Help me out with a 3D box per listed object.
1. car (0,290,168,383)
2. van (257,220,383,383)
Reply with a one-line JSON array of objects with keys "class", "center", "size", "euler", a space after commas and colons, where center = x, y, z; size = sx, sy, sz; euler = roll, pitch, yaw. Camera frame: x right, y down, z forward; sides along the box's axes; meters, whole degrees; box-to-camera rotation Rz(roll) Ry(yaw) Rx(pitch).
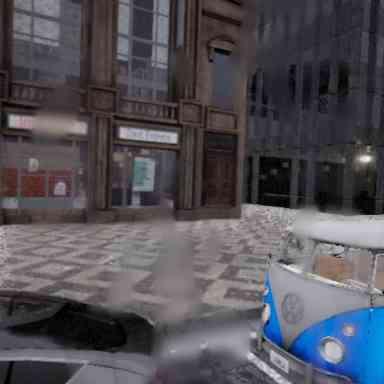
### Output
[{"class": "car", "center": [-2.197, 1.403, 1.831], "size": [4.313, 1.339, 1.947], "euler": [1, 2, -28]}, {"class": "van", "center": [2.793, 1.279, 4.420], "size": [3.998, 1.788, 1.690], "euler": [1, 2, -28]}]
